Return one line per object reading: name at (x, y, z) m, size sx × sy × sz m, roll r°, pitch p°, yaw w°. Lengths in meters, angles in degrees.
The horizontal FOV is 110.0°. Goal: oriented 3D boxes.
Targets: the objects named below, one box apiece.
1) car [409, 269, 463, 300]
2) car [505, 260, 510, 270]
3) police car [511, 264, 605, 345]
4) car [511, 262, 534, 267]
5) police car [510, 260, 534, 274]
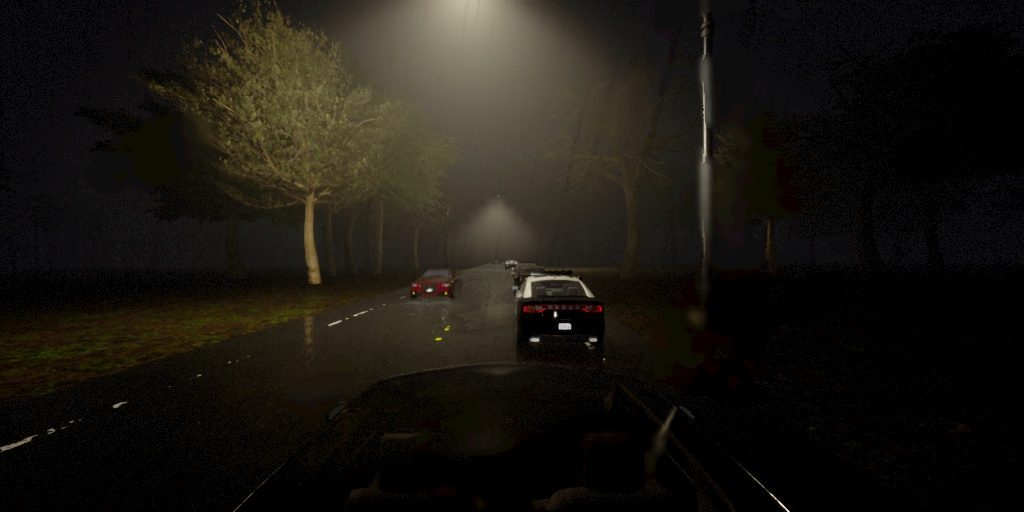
car at (-3.634, 1.320, 17.795) m, size 1.994 × 1.385 × 4.181 m, roll 0°, pitch 0°, yaw 0°
car at (-0.037, 1.393, 52.779) m, size 1.895 × 1.301 × 4.718 m, roll 0°, pitch 0°, yaw 0°
police car at (1.033, 1.178, 9.623) m, size 1.930 × 1.638 × 5.238 m, roll 0°, pitch 0°, yaw 0°
car at (1.013, 1.263, 19.516) m, size 1.837 × 1.490 × 4.892 m, roll 0°, pitch 0°, yaw 0°
police car at (1.001, 1.185, 25.626) m, size 1.930 × 1.638 × 5.238 m, roll 0°, pitch 0°, yaw 0°
